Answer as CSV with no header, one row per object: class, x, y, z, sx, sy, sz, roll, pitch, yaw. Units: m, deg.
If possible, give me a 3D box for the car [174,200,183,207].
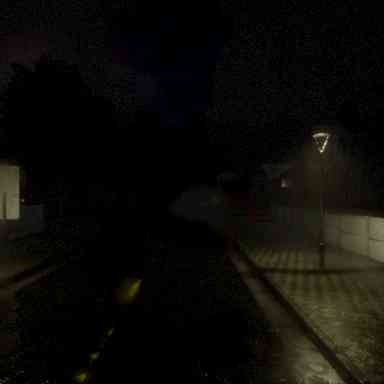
car,-2.738,2.375,68.606,1.895,1.301,4.718,0,-1,0
